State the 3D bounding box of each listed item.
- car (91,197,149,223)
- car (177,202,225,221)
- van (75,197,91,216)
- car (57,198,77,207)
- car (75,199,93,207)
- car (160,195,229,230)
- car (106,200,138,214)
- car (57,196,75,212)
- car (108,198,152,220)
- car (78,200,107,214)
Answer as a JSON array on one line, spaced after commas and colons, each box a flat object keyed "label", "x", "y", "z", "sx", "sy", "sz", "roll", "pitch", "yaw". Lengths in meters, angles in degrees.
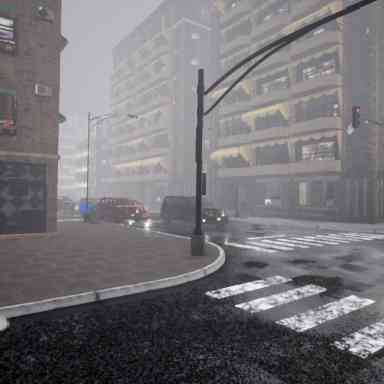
[{"label": "car", "x": -5.615, "y": 1.309, "z": 25.412, "sx": 2.192, "sy": 1.841, "sz": 5.009, "roll": 1, "pitch": -1, "yaw": -35}, {"label": "car", "x": 0.703, "y": 1.685, "z": 30.116, "sx": 1.752, "sy": 1.417, "sz": 4.829, "roll": 1, "pitch": -1, "yaw": -35}, {"label": "van", "x": -8.848, "y": 1.354, "z": 29.956, "sx": 1.690, "sy": 1.788, "sz": 3.998, "roll": 1, "pitch": -1, "yaw": -35}, {"label": "car", "x": -21.481, "y": 1.786, "z": 57.063, "sx": 2.033, "sy": 1.411, "sz": 5.357, "roll": 1, "pitch": -1, "yaw": -35}, {"label": "car", "x": -18.587, "y": 1.866, "z": 57.239, "sx": 1.802, "sy": 1.307, "sz": 4.206, "roll": 1, "pitch": -1, "yaw": -35}, {"label": "car", "x": -0.023, "y": 1.249, "z": 21.802, "sx": 2.150, "sy": 2.045, "sz": 5.566, "roll": 1, "pitch": -1, "yaw": -36}, {"label": "car", "x": -8.149, "y": 1.675, "z": 38.312, "sx": 1.812, "sy": 1.442, "sz": 4.674, "roll": 1, "pitch": -1, "yaw": -35}, {"label": "car", "x": -15.310, "y": 1.368, "z": 39.044, "sx": 2.192, "sy": 1.841, "sz": 5.009, "roll": 1, "pitch": -1, "yaw": -35}, {"label": "car", "x": -5.596, "y": 1.410, "z": 29.647, "sx": 2.097, "sy": 1.767, "sz": 4.553, "roll": 1, "pitch": -1, "yaw": -35}, {"label": "car", "x": -11.332, "y": 1.657, "z": 37.731, "sx": 1.994, "sy": 1.385, "sz": 4.181, "roll": 1, "pitch": -1, "yaw": -35}]
